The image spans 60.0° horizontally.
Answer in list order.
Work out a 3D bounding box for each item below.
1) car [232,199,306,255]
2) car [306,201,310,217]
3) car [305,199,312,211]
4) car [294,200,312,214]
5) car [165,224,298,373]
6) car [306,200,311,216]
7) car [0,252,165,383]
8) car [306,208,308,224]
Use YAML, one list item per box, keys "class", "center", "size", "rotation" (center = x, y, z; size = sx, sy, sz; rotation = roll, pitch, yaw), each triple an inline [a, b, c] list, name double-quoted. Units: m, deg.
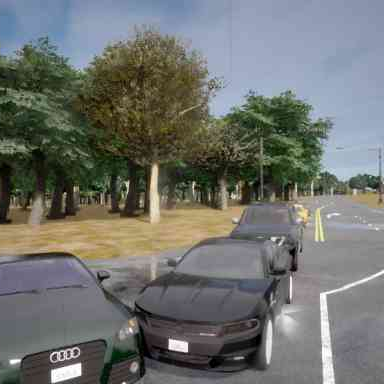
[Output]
- class: "car"
  center: [2.881, 1.459, 12.363]
  size: [2.150, 2.045, 5.566]
  rotation: [-2, 0, 21]
- class: "car"
  center: [7.275, 1.662, 24.014]
  size: [1.882, 1.535, 5.008]
  rotation: [-1, 0, 21]
- class: "car"
  center: [11.378, 1.561, 34.887]
  size: [2.097, 1.767, 4.553]
  rotation: [-1, 0, 21]
- class: "car"
  center: [13.382, 1.745, 40.094]
  size: [1.812, 1.442, 4.674]
  rotation: [-1, 0, 21]
- class: "car"
  center: [0.751, 1.612, 6.226]
  size: [1.882, 1.535, 5.008]
  rotation: [-1, -2, 21]
- class: "car"
  center: [9.342, 1.723, 29.515]
  size: [1.812, 1.442, 4.674]
  rotation: [-1, 0, 21]
- class: "car"
  center: [-2.297, 1.643, 4.933]
  size: [1.994, 1.385, 4.181]
  rotation: [1, -2, -33]
- class: "car"
  center: [5.117, 1.773, 18.263]
  size: [1.895, 1.301, 4.718]
  rotation: [-1, 0, 21]
